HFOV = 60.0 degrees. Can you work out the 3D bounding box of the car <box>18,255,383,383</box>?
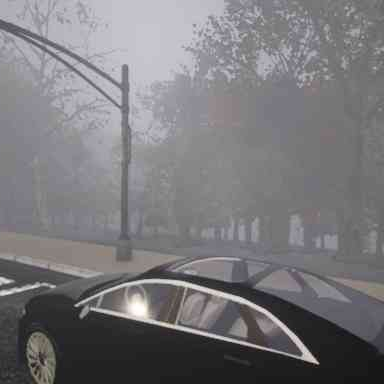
[{"bbox_3d":[0.029,1.496,3.678,4.902,1.511,2.128,0,0,34],"label":"car"}]
